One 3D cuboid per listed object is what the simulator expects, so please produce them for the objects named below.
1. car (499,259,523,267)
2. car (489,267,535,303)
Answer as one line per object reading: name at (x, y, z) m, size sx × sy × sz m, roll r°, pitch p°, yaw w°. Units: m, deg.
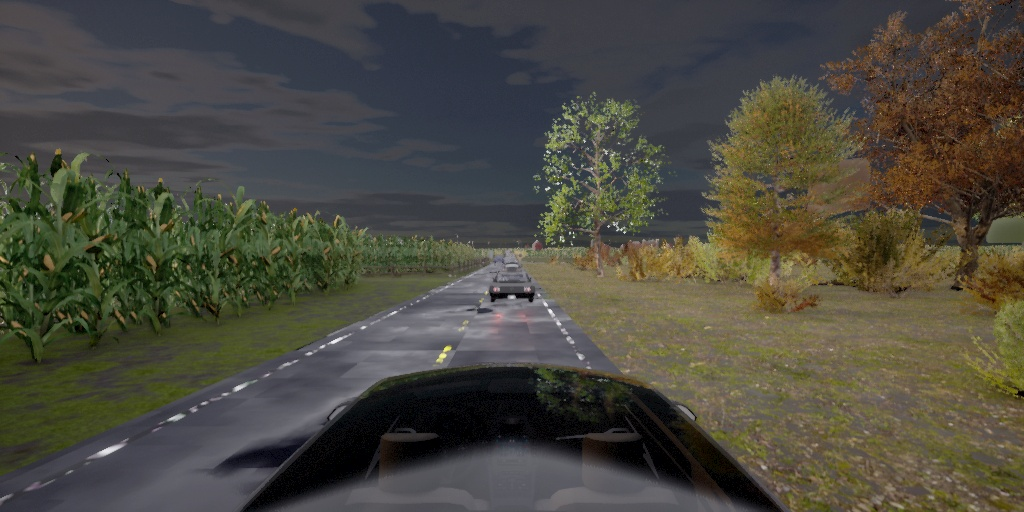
car at (0.000, 1.249, 31.500) m, size 1.812 × 1.442 × 4.674 m, roll 0°, pitch 0°, yaw 0°
car at (0.000, 1.355, 16.531) m, size 1.895 × 1.301 × 4.718 m, roll 0°, pitch 0°, yaw 0°
